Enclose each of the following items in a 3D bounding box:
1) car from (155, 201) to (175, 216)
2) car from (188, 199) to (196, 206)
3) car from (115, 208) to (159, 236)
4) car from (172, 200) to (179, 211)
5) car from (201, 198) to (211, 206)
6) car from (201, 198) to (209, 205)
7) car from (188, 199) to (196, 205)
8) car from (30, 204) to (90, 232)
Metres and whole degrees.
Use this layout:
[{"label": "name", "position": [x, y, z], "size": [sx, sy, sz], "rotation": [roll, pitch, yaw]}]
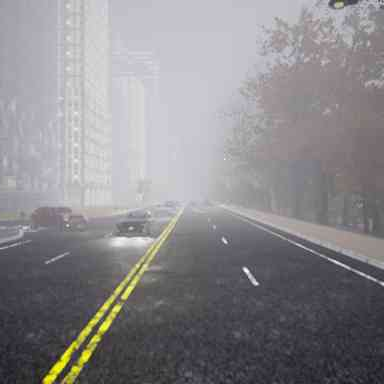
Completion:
[{"label": "car", "position": [-3.338, 2.048, 38.859], "size": [1.895, 1.301, 4.718], "rotation": [0, -1, 0]}, {"label": "car", "position": [0.019, 2.384, 73.526], "size": [2.033, 1.411, 5.357], "rotation": [0, -1, 0]}, {"label": "car", "position": [-3.357, 1.860, 20.293], "size": [1.994, 1.385, 4.181], "rotation": [0, -2, 0]}, {"label": "car", "position": [-3.337, 2.086, 50.540], "size": [1.837, 1.490, 4.892], "rotation": [0, 0, -1]}, {"label": "car", "position": [3.268, 2.344, 73.526], "size": [1.837, 1.490, 4.892], "rotation": [0, -1, 0]}, {"label": "car", "position": [3.272, 2.333, 83.920], "size": [1.882, 1.535, 5.008], "rotation": [0, -1, 0]}, {"label": "car", "position": [0.022, 2.379, 83.920], "size": [1.812, 1.442, 4.674], "rotation": [0, -1, 0]}, {"label": "car", "position": [-9.296, 1.756, 23.329], "size": [4.553, 1.767, 2.097], "rotation": [-1, -1, 34]}]
